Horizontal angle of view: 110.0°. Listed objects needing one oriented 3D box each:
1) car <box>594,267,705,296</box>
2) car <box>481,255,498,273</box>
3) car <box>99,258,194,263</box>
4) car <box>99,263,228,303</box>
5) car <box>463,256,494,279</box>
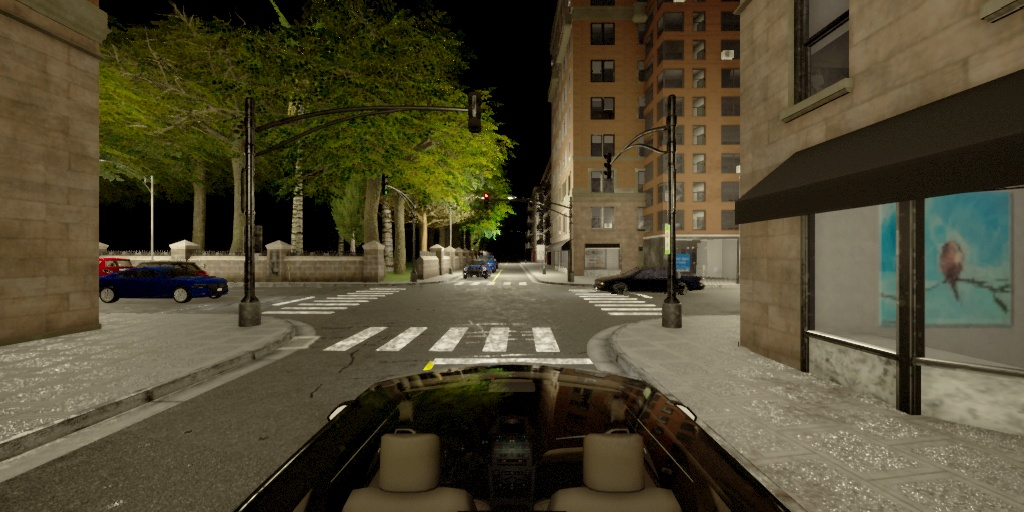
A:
[{"bbox_3d":[7.102,1.306,18.809,5.357,1.411,2.033,0,0,1],"label":"car"},{"bbox_3d":[-3.043,0.933,42.752,2.150,2.045,5.566,0,0,0],"label":"car"},{"bbox_3d":[-19.037,1.081,19.163,4.553,1.767,2.097,0,0,1],"label":"car"},{"bbox_3d":[-15.473,1.212,15.908,5.008,1.535,1.882,0,0,0],"label":"car"},{"bbox_3d":[-3.093,1.083,32.212,2.097,1.767,4.553,0,0,1],"label":"car"}]
